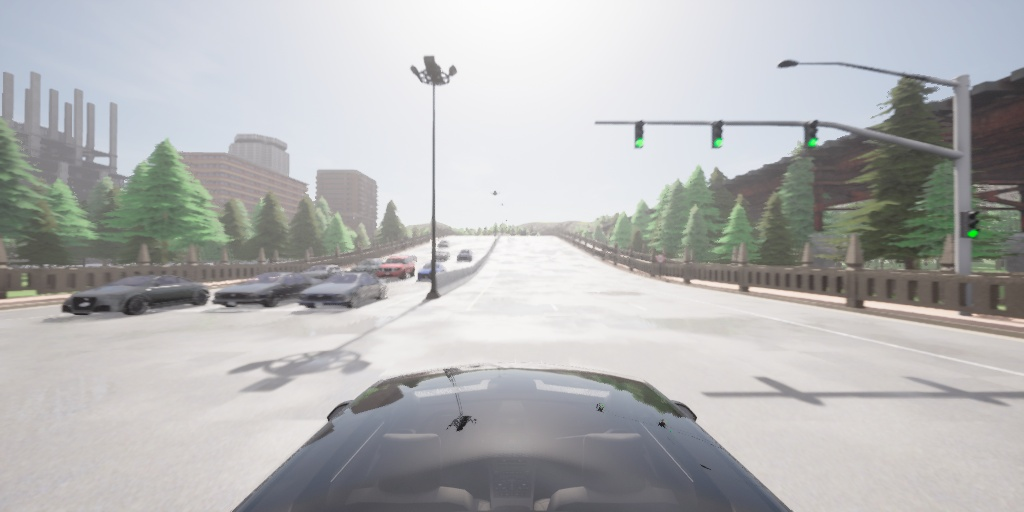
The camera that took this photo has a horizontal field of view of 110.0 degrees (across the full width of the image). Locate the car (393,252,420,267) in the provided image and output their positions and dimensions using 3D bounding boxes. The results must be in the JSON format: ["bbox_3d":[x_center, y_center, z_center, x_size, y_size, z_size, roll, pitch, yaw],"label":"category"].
[{"bbox_3d":[-13.988,0.461,47.929,2.128,1.511,4.902,0,5,1],"label":"car"}]

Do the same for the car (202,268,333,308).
[{"bbox_3d":[-10.606,1.427,16.225,2.033,1.411,5.357,0,0,0],"label":"car"}]

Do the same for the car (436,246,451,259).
[{"bbox_3d":[-10.422,-0.127,53.645,2.128,1.511,4.902,0,6,1],"label":"car"}]

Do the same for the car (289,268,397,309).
[{"bbox_3d":[-7.105,1.423,15.863,2.033,1.411,5.357,0,0,0],"label":"car"}]

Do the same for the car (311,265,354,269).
[{"bbox_3d":[-14.094,1.442,26.662,2.128,1.511,4.902,0,0,0],"label":"car"}]

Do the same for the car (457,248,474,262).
[{"bbox_3d":[-6.924,-0.244,53.404,2.097,1.767,4.553,0,7,1],"label":"car"}]

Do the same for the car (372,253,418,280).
[{"bbox_3d":[-10.585,1.070,33.329,2.150,2.045,5.566,0,2,0],"label":"car"}]

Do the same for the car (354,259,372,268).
[{"bbox_3d":[-13.996,1.140,35.210,2.097,1.767,4.553,0,2,0],"label":"car"}]

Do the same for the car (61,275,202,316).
[{"bbox_3d":[-14.004,1.422,13.739,1.994,1.385,4.181,0,-1,0],"label":"car"}]

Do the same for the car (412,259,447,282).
[{"bbox_3d":[-7.088,1.364,32.092,1.882,1.535,5.008,0,1,0],"label":"car"}]
